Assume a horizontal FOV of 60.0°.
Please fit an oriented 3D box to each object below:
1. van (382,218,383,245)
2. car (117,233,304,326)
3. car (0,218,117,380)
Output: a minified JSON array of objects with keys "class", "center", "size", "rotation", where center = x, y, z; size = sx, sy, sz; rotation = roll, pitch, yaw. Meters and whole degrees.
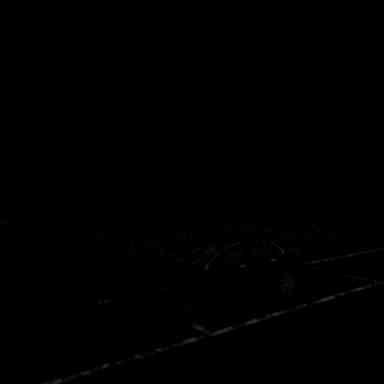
[{"class":"van","center":[9.170,1.482,13.198],"size":[3.998,1.788,1.690],"rotation":[1,0,-36]},{"class":"car","center":[0.561,1.592,7.049],"size":[4.403,1.369,2.008],"rotation":[1,0,-36]},{"class":"car","center":[-3.741,1.307,3.976],"size":[5.009,1.841,2.192],"rotation":[1,0,-36]}]
